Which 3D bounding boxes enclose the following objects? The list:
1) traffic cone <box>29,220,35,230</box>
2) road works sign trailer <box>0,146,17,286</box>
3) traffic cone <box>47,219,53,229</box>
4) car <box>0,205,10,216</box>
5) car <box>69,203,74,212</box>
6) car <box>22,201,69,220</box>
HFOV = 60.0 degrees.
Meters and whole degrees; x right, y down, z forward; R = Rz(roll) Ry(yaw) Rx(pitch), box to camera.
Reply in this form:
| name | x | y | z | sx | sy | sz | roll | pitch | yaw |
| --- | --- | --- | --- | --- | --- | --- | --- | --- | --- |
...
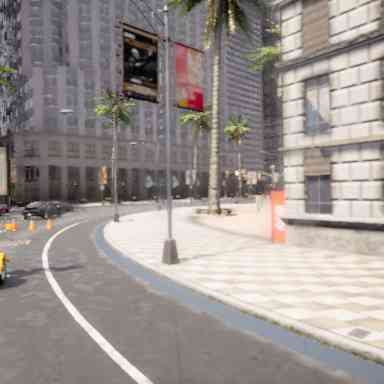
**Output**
| name | x | y | z | sx | sy | sz | roll | pitch | yaw |
| --- | --- | --- | --- | --- | --- | --- | --- | --- | --- |
| traffic cone | -10.027 | 2.060 | 20.895 | 0.340 | 0.580 | 0.340 | -1 | 0 | -21 |
| road works sign trailer | -5.969 | 0.536 | 8.537 | 2.380 | 3.560 | 2.880 | -1 | 0 | -21 |
| traffic cone | -9.090 | 2.043 | 21.246 | 0.340 | 0.580 | 0.340 | -1 | 0 | -21 |
| car | -20.230 | 1.845 | 32.643 | 1.895 | 1.301 | 4.718 | -1 | 0 | 9 |
| car | -15.428 | 1.711 | 37.908 | 1.994 | 1.385 | 4.181 | -1 | 0 | 18 |
| car | -13.336 | 1.639 | 30.065 | 1.837 | 1.490 | 4.892 | -2 | 0 | 4 |
